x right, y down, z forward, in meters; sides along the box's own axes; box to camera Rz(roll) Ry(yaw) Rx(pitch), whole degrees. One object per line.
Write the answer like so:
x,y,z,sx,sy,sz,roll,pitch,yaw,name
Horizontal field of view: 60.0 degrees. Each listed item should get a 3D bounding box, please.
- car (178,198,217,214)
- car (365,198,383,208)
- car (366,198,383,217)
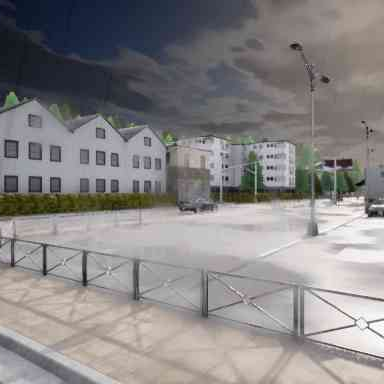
0.659,1.300,32.456,2.128,1.511,4.902,0,0,35,car
27.906,1.548,48.763,4.181,1.385,1.994,0,0,35,car
15.428,1.298,26.805,2.007,1.523,4.514,0,0,35,car
